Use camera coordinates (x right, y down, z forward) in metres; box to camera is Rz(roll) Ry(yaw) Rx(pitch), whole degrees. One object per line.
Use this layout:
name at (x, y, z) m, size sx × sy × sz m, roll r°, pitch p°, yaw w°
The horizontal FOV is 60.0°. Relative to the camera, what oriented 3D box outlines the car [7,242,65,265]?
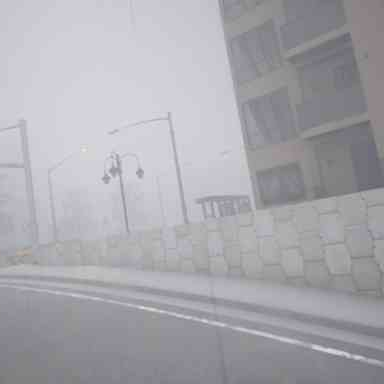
car at (-13.689, 5.345, 29.567) m, size 1.882 × 1.535 × 5.008 m, roll -14°, pitch -8°, yaw 35°
